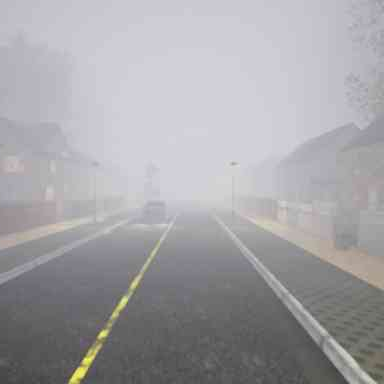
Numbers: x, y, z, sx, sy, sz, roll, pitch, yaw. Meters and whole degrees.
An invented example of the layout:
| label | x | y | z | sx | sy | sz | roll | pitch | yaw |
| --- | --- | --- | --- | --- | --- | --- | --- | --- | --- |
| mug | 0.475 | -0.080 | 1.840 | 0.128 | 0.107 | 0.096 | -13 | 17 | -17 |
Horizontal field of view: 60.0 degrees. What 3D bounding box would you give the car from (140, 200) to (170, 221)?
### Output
| label | x | y | z | sx | sy | sz | roll | pitch | yaw |
| --- | --- | --- | --- | --- | --- | --- | --- | --- | --- |
| car | -2.788 | 1.369 | 25.856 | 1.882 | 1.535 | 5.008 | 0 | 0 | 1 |
